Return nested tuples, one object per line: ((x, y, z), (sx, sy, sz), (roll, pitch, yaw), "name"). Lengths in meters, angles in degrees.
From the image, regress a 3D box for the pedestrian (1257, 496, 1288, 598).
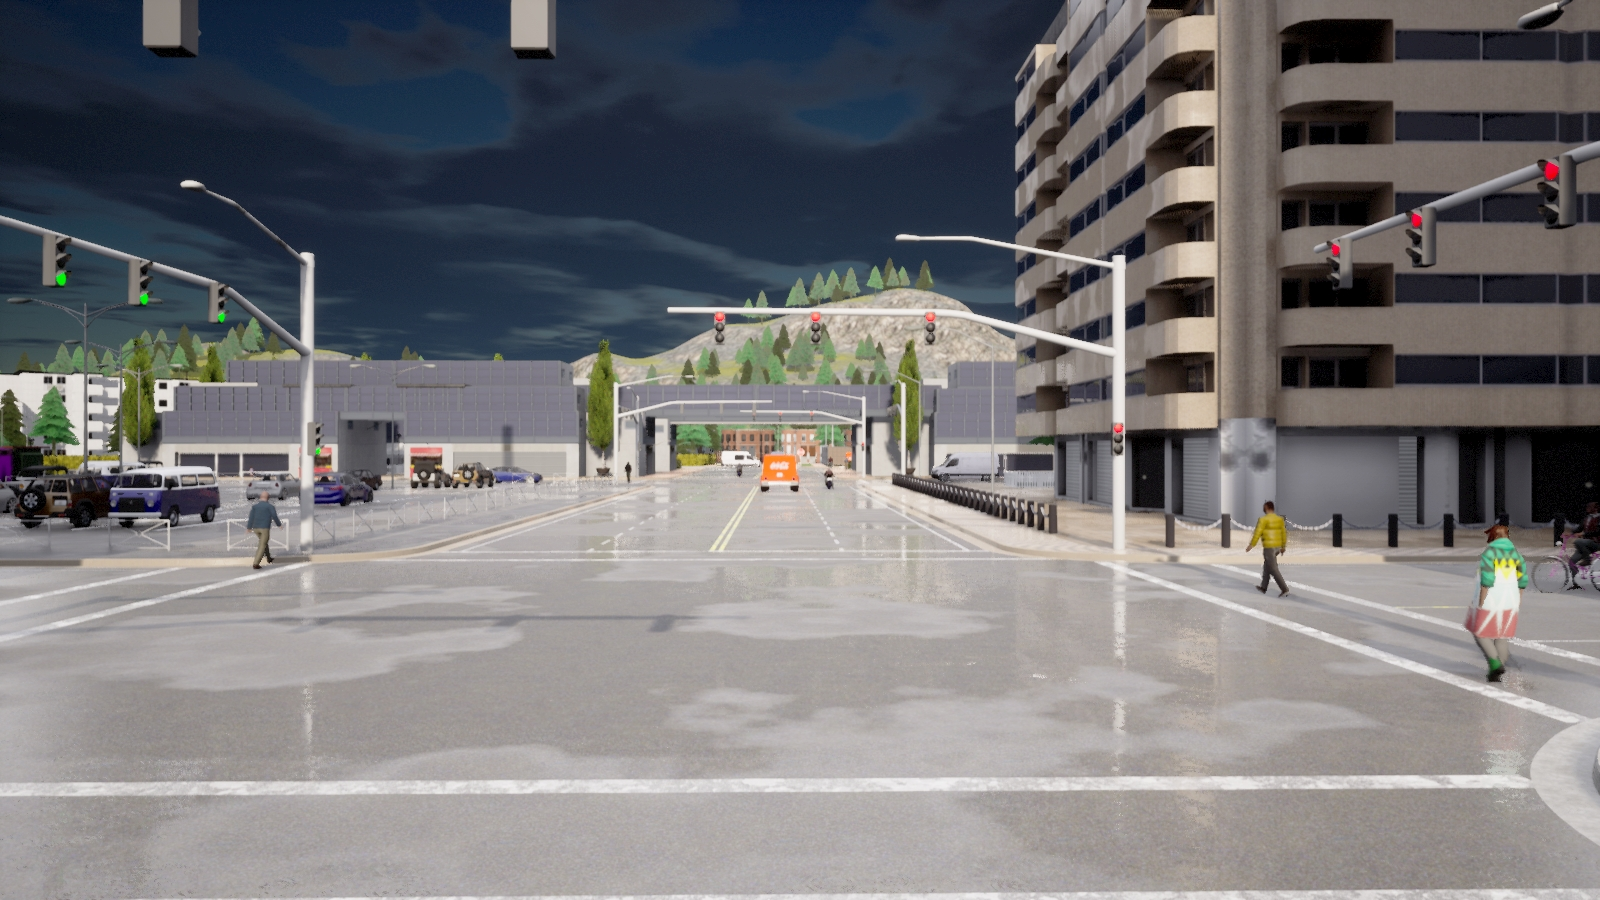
((8.802, 1.797, 21.290), (0.375, 1.860, 0.375), (0, 0, -16), "pedestrian")

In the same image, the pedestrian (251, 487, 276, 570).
((-12.288, 1.790, 26.184), (0.375, 1.860, 0.375), (0, 0, 6), "pedestrian")

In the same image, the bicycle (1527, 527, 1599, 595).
((14.803, 2.100, 21.687), (1.835, 1.271, 0.329), (0, 0, -2), "bicycle")

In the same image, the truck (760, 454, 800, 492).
((-1.366, 1.543, 77.069), (2.627, 2.467, 5.204), (0, -1, -1), "truck")

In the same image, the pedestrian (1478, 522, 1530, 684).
((8.286, 1.792, 13.458), (0.375, 1.860, 0.375), (0, 0, -1), "pedestrian")
